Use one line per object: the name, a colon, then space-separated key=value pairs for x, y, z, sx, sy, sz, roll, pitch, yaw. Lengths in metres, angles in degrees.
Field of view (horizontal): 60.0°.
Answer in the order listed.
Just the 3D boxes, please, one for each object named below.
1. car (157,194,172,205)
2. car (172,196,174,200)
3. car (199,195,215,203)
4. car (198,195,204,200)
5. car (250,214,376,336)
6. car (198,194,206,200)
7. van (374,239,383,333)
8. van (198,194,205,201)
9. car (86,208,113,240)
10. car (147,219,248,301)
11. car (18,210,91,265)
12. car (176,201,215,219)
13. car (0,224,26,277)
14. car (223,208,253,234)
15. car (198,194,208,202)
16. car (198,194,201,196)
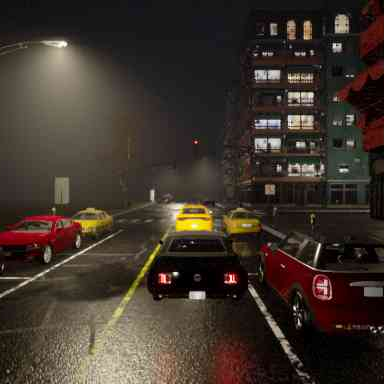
car: x=-5.299 y=1.457 z=61.107 sx=1.967 sy=1.590 sz=4.097 roll=1 pitch=0 yaw=0
car: x=-5.297 y=1.334 z=66.762 sx=2.192 sy=1.841 sz=5.009 roll=1 pitch=0 yaw=0
car: x=2.579 y=1.565 z=50.261 sx=2.008 sy=1.369 sz=4.403 roll=1 pitch=0 yaw=0
car: x=2.584 y=1.555 z=95.720 sx=1.752 sy=1.417 sz=4.829 roll=1 pitch=0 yaw=0
car: x=2.576 y=1.442 z=6.658 sx=1.967 sy=1.590 sz=4.097 roll=1 pitch=0 yaw=0
car: x=2.580 y=1.599 z=61.583 sx=1.802 sy=1.307 sz=4.206 roll=1 pitch=0 yaw=0
van: x=2.576 y=1.341 z=1.112 sx=1.690 sy=1.788 sz=3.998 roll=1 pitch=0 yaw=0
van: x=2.585 y=1.369 z=89.889 sx=1.690 sy=1.788 sz=3.998 roll=1 pitch=0 yaw=0
car: x=-5.304 y=1.529 z=17.151 sx=1.752 sy=1.417 sz=4.829 roll=1 pitch=0 yaw=0
car: x=0.101 y=1.603 z=8.300 sx=1.895 sy=1.301 sz=4.718 roll=0 pitch=0 yaw=0
car: x=-5.305 y=1.548 z=11.785 sx=1.887 sy=1.381 sz=4.507 roll=1 pitch=0 yaw=0
car: x=0.104 y=1.482 z=18.417 sx=1.882 sy=1.535 sz=5.008 roll=0 pitch=0 yaw=0
car: x=-5.306 y=1.552 z=6.248 sx=2.008 sy=1.369 sz=4.403 roll=1 pitch=0 yaw=0
car: x=2.576 y=1.530 z=17.917 sx=1.752 sy=1.417 sz=4.829 roll=1 pitch=0 yaw=0
car: x=2.585 y=1.338 z=78.567 sx=2.192 sy=1.841 sz=5.009 roll=1 pitch=0 yaw=0
car: x=2.581 y=1.587 z=72.905 sx=1.947 sy=1.339 sz=4.313 roll=1 pitch=0 yaw=0
